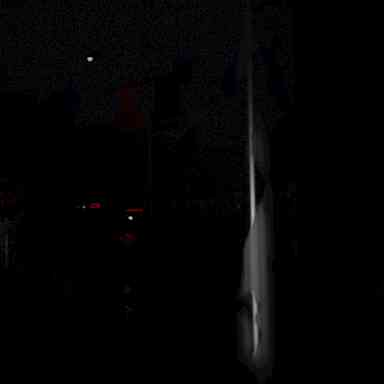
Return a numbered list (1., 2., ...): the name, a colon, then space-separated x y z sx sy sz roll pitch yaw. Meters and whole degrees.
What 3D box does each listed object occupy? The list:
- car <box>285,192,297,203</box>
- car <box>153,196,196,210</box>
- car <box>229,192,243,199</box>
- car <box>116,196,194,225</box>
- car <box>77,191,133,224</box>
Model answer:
1. car: 14.737 0.829 45.069 1.895 1.301 4.718 -2 0 35
2. car: -1.937 1.238 38.551 2.033 1.411 5.357 -2 0 35
3. car: 7.460 0.664 51.863 1.812 1.442 4.674 -2 0 35
4. car: -2.119 1.172 20.829 1.837 1.490 4.892 -2 0 34
5. car: -5.043 0.968 22.414 2.150 2.045 5.566 -2 0 35
